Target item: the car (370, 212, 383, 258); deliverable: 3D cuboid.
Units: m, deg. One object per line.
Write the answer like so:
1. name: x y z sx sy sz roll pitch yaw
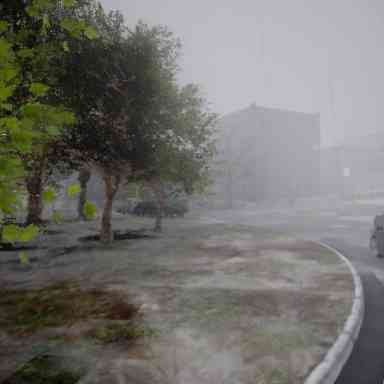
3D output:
1. car: 6.763 1.486 9.782 2.128 1.511 4.902 0 -1 14

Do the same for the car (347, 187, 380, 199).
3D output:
1. car: 26.531 0.141 52.224 5.366 1.575 1.946 -4 2 -31

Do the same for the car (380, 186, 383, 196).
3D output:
1. car: 31.246 -0.214 55.079 5.366 1.575 1.946 -4 2 -31

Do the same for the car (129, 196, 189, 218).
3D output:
1. car: -3.016 1.387 32.240 5.566 2.045 2.150 -1 -1 28

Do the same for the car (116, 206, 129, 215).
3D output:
1. car: -5.592 1.757 36.705 5.357 1.411 2.033 0 0 15
